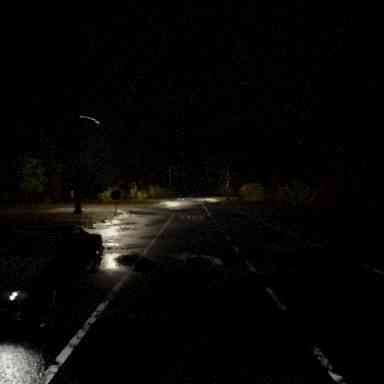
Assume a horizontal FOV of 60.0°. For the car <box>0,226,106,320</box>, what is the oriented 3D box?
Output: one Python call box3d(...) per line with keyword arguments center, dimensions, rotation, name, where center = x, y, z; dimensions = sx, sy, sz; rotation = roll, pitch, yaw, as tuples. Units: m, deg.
box3d(center=(-3.497, 1.540, 7.786), dimensions=(2.033, 1.411, 5.357), rotation=(0, 0, 0), name="car")
